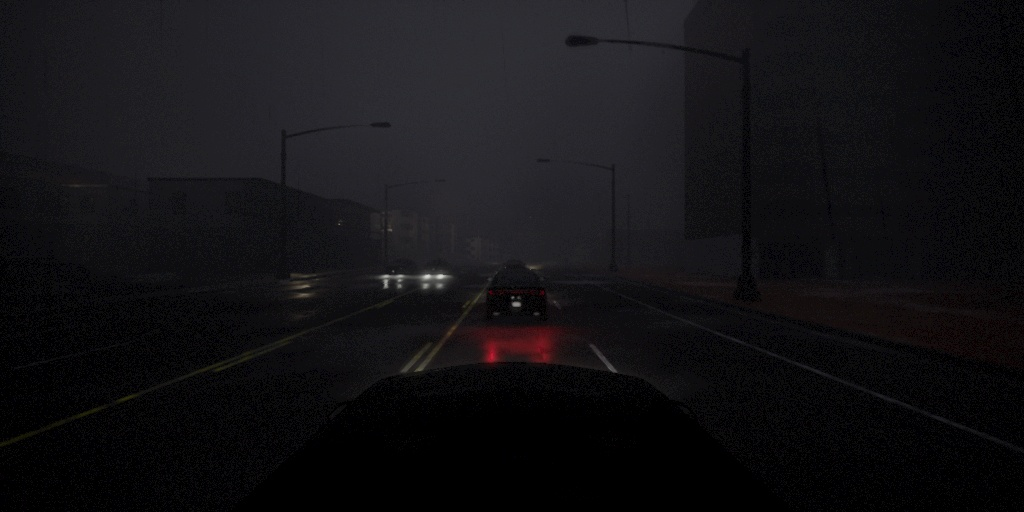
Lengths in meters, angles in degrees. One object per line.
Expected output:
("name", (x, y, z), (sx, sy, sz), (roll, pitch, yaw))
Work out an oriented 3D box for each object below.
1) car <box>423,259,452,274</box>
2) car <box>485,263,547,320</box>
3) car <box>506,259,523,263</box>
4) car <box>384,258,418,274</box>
("car", (-6.876, 0.951, 33.442), (1.994, 1.385, 4.181), (0, 1, 1))
("car", (0.141, 1.200, 12.657), (1.882, 1.535, 5.008), (0, 1, 0))
("car", (0.198, 0.984, 29.635), (1.812, 1.442, 4.674), (0, 1, 0))
("car", (-10.370, 0.921, 33.978), (2.033, 1.411, 5.357), (0, 1, 0))
